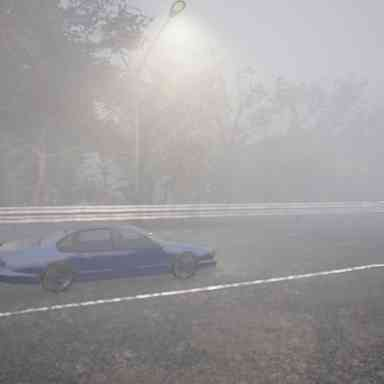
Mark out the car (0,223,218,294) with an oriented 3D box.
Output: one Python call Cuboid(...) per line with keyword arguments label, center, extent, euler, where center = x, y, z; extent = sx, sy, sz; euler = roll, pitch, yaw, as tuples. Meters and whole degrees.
Cuboid(label="car", center=(-2.038, 1.513, 8.530), extent=(5.357, 1.411, 2.033), euler=(1, 0, -25))
